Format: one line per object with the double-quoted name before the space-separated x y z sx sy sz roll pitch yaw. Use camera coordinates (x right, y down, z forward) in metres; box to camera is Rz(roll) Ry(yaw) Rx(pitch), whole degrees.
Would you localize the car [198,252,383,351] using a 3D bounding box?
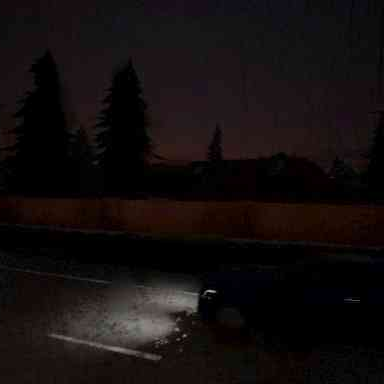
"car" 2.428 1.825 5.866 4.674 1.442 1.812 1 -2 20
